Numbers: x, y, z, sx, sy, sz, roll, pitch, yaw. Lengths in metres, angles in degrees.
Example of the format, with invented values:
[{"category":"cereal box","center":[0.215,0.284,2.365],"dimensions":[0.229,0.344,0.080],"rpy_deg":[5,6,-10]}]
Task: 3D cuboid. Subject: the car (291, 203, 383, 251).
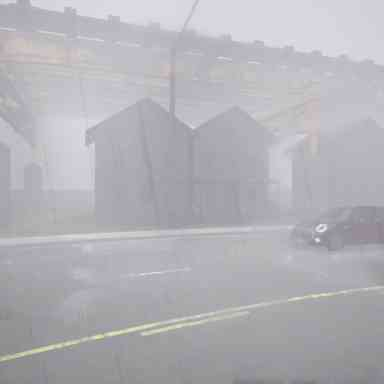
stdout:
[{"category":"car","center":[6.448,1.352,13.873],"dimensions":[4.553,1.767,2.097],"rpy_deg":[0,0,-17]}]
